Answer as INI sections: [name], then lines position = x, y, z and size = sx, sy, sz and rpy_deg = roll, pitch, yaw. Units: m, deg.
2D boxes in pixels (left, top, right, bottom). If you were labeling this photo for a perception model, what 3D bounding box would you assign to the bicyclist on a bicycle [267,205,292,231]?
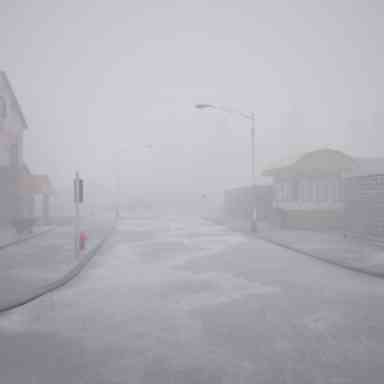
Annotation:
[bicyclist on a bicycle]
position = 5.432, 1.643, 20.663
size = 1.656, 1.620, 0.582
rpy_deg = -1, -1, -8
